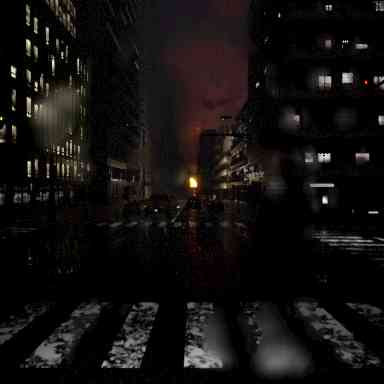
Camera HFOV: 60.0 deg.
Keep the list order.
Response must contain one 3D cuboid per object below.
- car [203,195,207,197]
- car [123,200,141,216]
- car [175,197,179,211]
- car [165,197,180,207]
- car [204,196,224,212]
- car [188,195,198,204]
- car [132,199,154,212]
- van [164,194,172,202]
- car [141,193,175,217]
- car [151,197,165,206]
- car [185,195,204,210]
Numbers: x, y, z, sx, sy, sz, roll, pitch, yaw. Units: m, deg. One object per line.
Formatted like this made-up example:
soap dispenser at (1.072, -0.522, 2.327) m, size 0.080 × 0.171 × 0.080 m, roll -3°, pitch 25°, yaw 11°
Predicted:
car at (2.806, 1.422, 72.521) m, size 1.967 × 1.590 × 4.097 m, roll -1°, pitch 0°, yaw 0°
car at (-5.646, 1.516, 32.784) m, size 1.752 × 1.417 × 4.829 m, roll -1°, pitch 0°, yaw 0°
car at (-3.021, 1.210, 41.564) m, size 2.150 × 2.045 × 5.566 m, roll 0°, pitch 0°, yaw 0°
car at (-2.995, 1.534, 52.108) m, size 2.033 × 1.411 × 5.357 m, roll 0°, pitch 0°, yaw 0°
car at (2.745, 1.540, 38.593) m, size 2.008 × 1.369 × 4.403 m, roll -1°, pitch 0°, yaw 0°
car at (0.219, 1.461, 65.844) m, size 1.882 × 1.535 × 5.008 m, roll 0°, pitch 0°, yaw 0°
car at (-5.635, 1.555, 38.608) m, size 1.947 × 1.339 × 4.313 m, roll -1°, pitch 0°, yaw 0°
van at (-5.566, 1.322, 78.191) m, size 1.690 × 1.788 × 3.998 m, roll -1°, pitch 0°, yaw 0°
car at (-3.048, 1.212, 31.085) m, size 2.150 × 2.045 × 5.566 m, roll 0°, pitch 0°, yaw 0°
car at (-5.604, 1.530, 55.572) m, size 1.887 × 1.381 × 4.507 m, roll -1°, pitch 0°, yaw 0°
car at (0.173, 1.466, 42.665) m, size 1.882 × 1.535 × 5.008 m, roll 0°, pitch 0°, yaw 0°
